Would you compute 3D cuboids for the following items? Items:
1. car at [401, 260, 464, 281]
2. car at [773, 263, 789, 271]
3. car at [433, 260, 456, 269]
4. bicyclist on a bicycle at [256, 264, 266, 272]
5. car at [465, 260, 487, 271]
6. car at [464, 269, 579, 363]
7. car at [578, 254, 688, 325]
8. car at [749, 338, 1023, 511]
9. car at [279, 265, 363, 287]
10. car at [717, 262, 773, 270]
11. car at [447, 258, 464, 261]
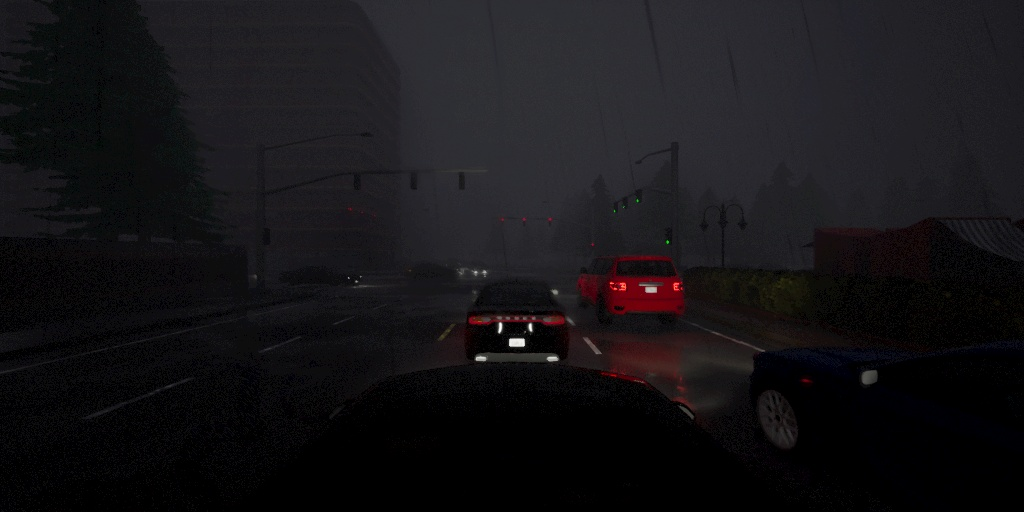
[{"bbox_3d":[-6.815,1.311,30.632,4.674,1.442,1.812,0,1,-25],"label":"car"},{"bbox_3d":[24.547,1.331,35.257,4.674,1.442,1.812,0,0,1],"label":"car"},{"bbox_3d":[-10.594,1.297,56.029,2.033,1.411,5.357,0,0,-27],"label":"car"},{"bbox_3d":[-28.508,1.106,40.729,0.582,1.620,1.656,0,0,1],"label":"bicyclist on a bicycle"},{"bbox_3d":[-4.872,1.314,50.482,1.994,1.385,4.181,0,0,-18],"label":"car"},{"bbox_3d":[0.098,1.228,8.186,1.882,1.535,5.008,0,0,0],"label":"car"},{"bbox_3d":[3.642,0.971,12.000,2.150,2.045,5.566,0,0,1],"label":"car"},{"bbox_3d":[3.599,1.228,2.023,1.882,1.535,5.008,0,0,0],"label":"car"},{"bbox_3d":[-13.113,1.349,24.644,5.357,1.411,2.033,0,0,9],"label":"car"},{"bbox_3d":[19.521,1.353,31.837,5.357,1.411,2.033,0,0,1],"label":"car"},{"bbox_3d":[-7.782,1.102,46.896,2.097,1.767,4.553,0,0,-13],"label":"car"}]
